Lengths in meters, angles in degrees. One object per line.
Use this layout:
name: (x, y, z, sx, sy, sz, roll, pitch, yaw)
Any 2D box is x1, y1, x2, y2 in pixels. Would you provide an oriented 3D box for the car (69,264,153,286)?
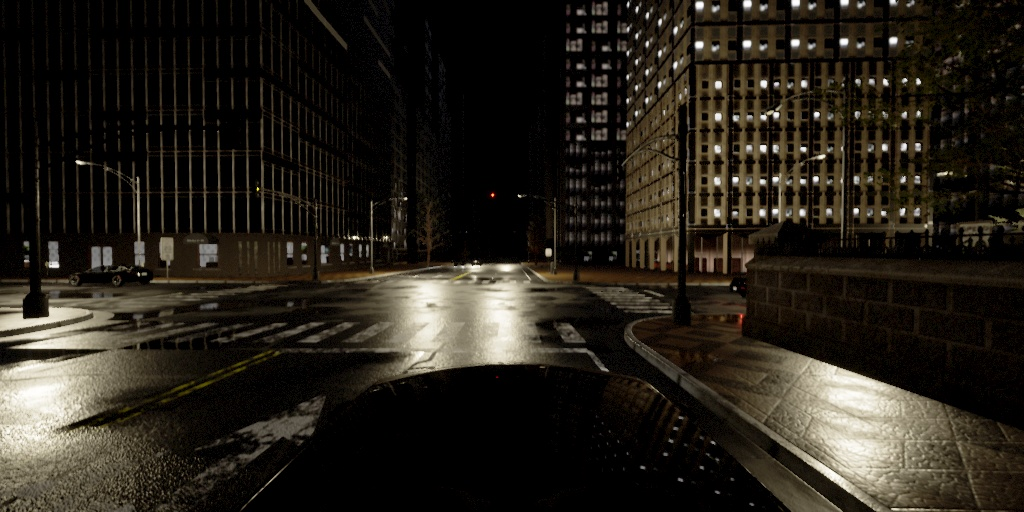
car: (-25.602, 1.192, 23.007, 4.313, 1.339, 1.948, 0, 0, 2)

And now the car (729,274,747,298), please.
car: (12.443, 1.315, 16.216, 4.674, 1.442, 1.812, 0, 1, 2)
